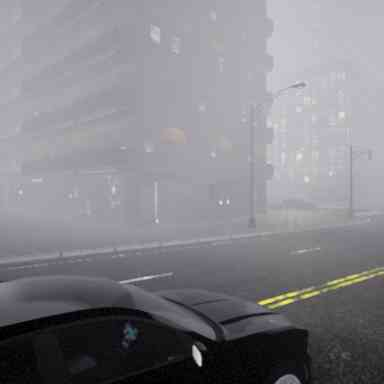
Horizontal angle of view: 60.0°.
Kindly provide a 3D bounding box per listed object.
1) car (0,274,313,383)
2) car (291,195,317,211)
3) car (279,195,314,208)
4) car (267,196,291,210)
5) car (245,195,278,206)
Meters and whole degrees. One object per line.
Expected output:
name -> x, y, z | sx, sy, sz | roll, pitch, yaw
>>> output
car -> -1.032, 1.480, 2.746 | 5.008, 1.535, 1.882 | 0, 0, -36
car -> 12.287, 1.382, 38.577 | 4.181, 1.385, 1.994 | 1, 1, 43
car -> 14.082, 1.199, 44.974 | 4.097, 1.590, 1.967 | 1, 0, 43
car -> 8.509, 1.304, 38.478 | 4.829, 1.417, 1.752 | 1, 0, 43
car -> 10.128, 1.237, 48.588 | 4.313, 1.339, 1.947 | 1, 0, 43
